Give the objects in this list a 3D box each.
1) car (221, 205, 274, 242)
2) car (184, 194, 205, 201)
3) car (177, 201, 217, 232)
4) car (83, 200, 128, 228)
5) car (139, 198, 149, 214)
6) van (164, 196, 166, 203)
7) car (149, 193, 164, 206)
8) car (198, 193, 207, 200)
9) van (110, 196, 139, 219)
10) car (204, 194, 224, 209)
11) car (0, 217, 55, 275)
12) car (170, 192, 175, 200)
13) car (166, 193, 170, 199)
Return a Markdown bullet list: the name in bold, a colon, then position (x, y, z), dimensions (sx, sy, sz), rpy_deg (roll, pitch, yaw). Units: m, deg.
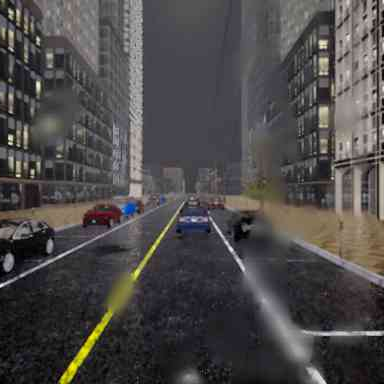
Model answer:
- **car**: position (2.686, 1.503, 15.888), dimensions (1.947, 1.339, 4.313), rpy_deg (0, 0, 0)
- **car**: position (0.083, 1.336, 37.958), dimensions (2.128, 1.511, 4.902), rpy_deg (0, 0, 0)
- **car**: position (0.090, 1.471, 19.251), dimensions (2.033, 1.411, 5.357), rpy_deg (0, 0, 0)
- **car**: position (-5.697, 1.458, 21.589), dimensions (1.887, 1.381, 4.507), rpy_deg (0, 0, 0)
- **car**: position (-5.702, 1.448, 32.974), dimensions (1.802, 1.307, 4.206), rpy_deg (0, 0, 0)
- **van**: position (-5.710, 1.107, 55.742), dimensions (1.690, 1.788, 3.998), rpy_deg (0, 0, 0)
- **car**: position (-5.708, 1.232, 50.049), dimensions (1.967, 1.590, 4.097), rpy_deg (0, 0, 0)
- **car**: position (2.657, 1.076, 84.190), dimensions (1.967, 1.590, 4.097), rpy_deg (0, 0, 0)
- **van**: position (-5.698, 1.231, 27.281), dimensions (1.690, 1.788, 3.998), rpy_deg (0, 0, 0)
- **car**: position (2.677, 1.282, 38.654), dimensions (1.967, 1.590, 4.097), rpy_deg (0, 0, 0)
- **car**: position (-5.692, 1.510, 10.205), dimensions (2.008, 1.369, 4.403), rpy_deg (0, 0, 0)
- **car**: position (-5.724, 1.162, 84.032), dimensions (1.752, 1.417, 4.829), rpy_deg (0, 0, 0)
- **car**: position (-5.714, 1.306, 61.435), dimensions (1.947, 1.339, 4.313), rpy_deg (0, 0, 0)
